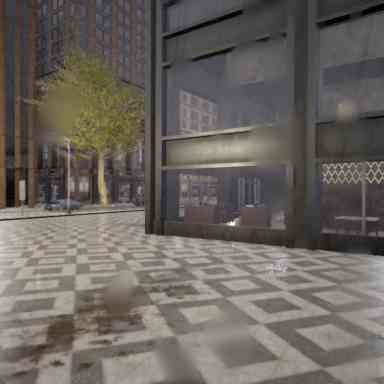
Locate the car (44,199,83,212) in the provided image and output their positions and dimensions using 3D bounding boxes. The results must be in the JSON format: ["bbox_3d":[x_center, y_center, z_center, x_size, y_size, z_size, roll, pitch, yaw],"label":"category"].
[{"bbox_3d":[-14.513,1.471,37.812,1.994,1.385,4.181,0,0,35],"label":"car"}]

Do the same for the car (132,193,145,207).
[{"bbox_3d":[-6.304,1.095,49.256,2.150,2.045,5.566,0,1,36],"label":"car"}]
